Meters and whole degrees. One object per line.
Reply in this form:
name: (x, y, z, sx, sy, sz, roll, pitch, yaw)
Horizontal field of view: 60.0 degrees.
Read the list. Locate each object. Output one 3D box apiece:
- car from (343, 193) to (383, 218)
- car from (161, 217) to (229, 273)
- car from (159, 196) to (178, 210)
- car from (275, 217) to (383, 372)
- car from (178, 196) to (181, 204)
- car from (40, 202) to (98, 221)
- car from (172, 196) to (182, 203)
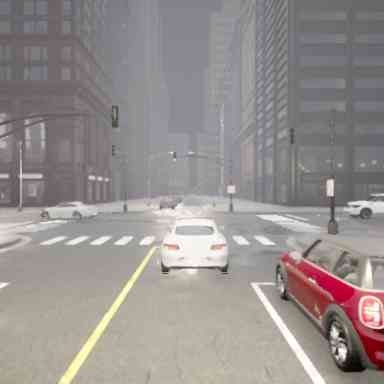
car: (15.483, 1.134, 27.286, 5.566, 2.045, 2.150, 0, 0, 0)
car: (0.078, 1.510, 10.440, 1.812, 1.442, 4.674, 0, 0, 0)
car: (-3.057, 1.477, 41.960, 1.812, 1.442, 4.674, 0, 0, 0)
car: (2.757, 1.431, 5.673, 1.967, 1.590, 4.097, 0, 0, 0)
car: (-3.084, 1.450, 51.134, 1.837, 1.490, 4.892, 0, 0, 0)
car: (-9.927, 1.502, 26.869, 4.674, 1.442, 1.812, 0, 0, 14)
car: (-3.103, 1.494, 70.874, 1.994, 1.385, 4.181, 0, 0, 0)
